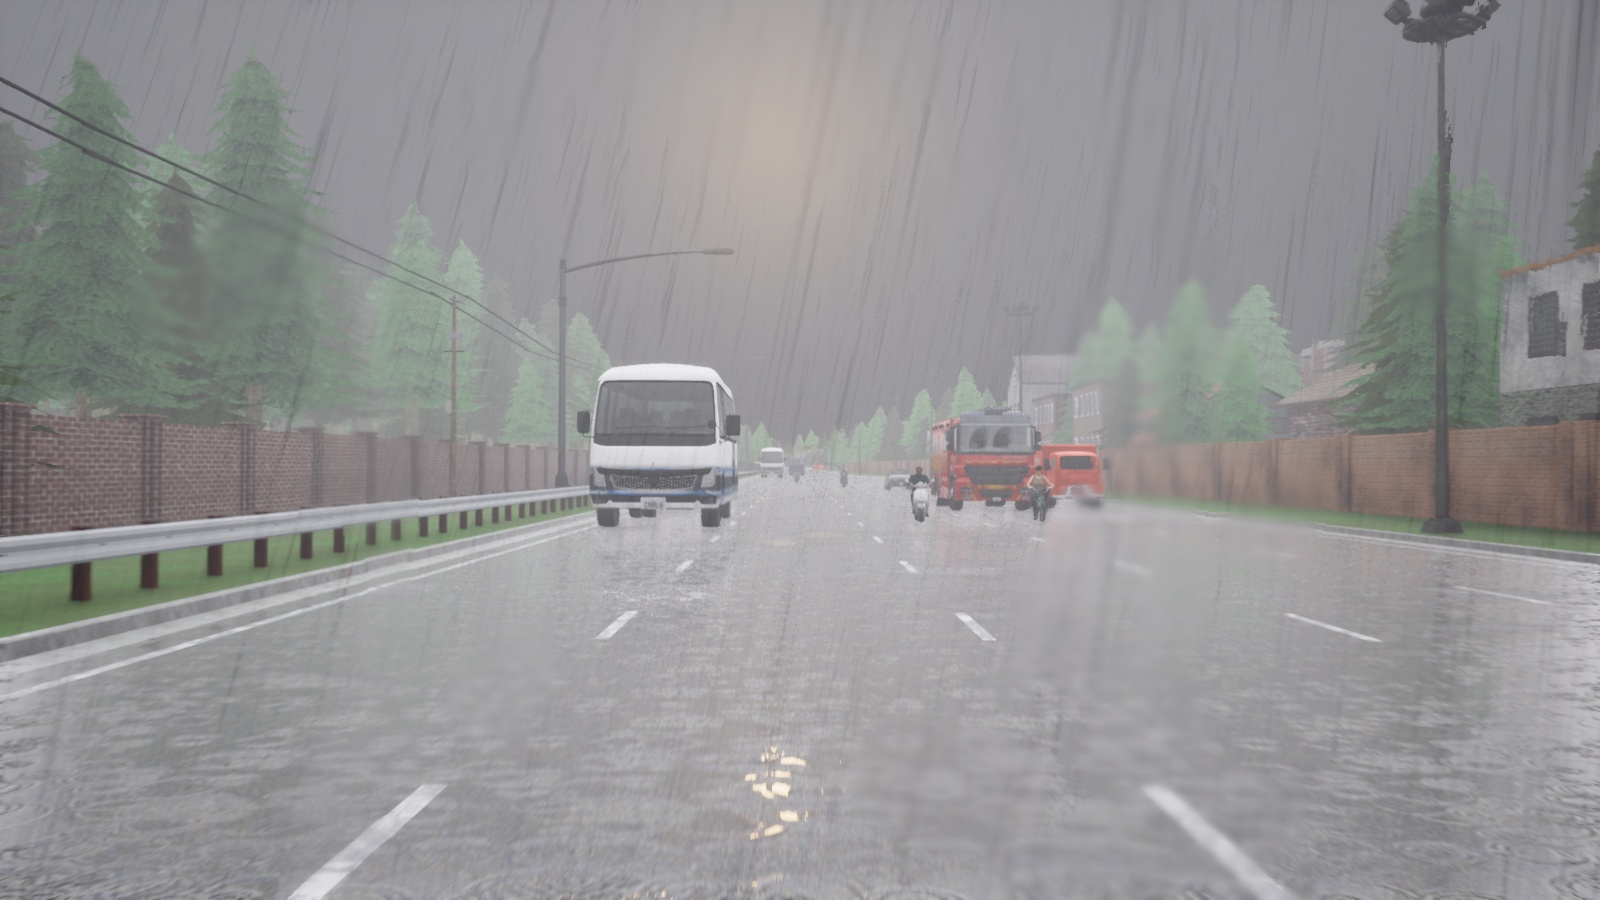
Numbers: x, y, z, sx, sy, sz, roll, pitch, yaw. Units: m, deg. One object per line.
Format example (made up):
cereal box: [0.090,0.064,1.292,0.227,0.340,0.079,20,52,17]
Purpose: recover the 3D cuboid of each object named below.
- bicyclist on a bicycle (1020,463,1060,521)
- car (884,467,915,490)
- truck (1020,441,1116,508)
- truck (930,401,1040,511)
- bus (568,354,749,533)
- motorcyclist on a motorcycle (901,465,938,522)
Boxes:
bicyclist on a bicycle: [6.917,1.199,36.270,0.866,1.612,1.509,0,-1,0]
car: [6.793,1.940,86.253,1.816,1.474,4.193,0,-1,0]
truck: [10.380,0.932,49.094,2.627,2.467,5.204,0,-1,0]
truck: [6.880,0.253,47.961,2.891,3.827,8.468,0,-1,0]
bus: [-3.590,-0.087,35.170,3.944,4.253,10.273,0,-1,0]
motorcyclist on a motorcycle: [3.413,1.225,35.926,0.866,1.590,1.817,0,-1,0]
